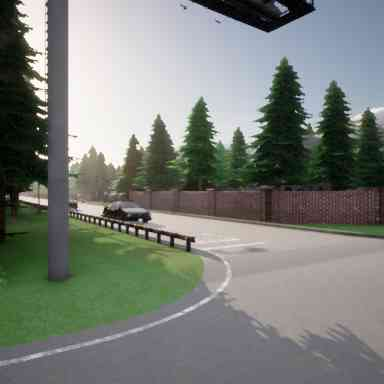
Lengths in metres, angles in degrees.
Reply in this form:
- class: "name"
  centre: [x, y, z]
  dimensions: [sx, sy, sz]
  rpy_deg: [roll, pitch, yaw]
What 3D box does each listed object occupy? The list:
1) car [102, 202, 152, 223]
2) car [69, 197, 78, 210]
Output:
- class: "car"
  centre: [-4.633, 1.371, 22.995]
  dimensions: [2.033, 1.411, 5.357]
  rpy_deg: [0, 0, -32]
- class: "car"
  centre: [-14.859, 1.301, 39.343]
  dimensions: [1.882, 1.535, 5.008]
  rpy_deg: [0, 0, -32]
